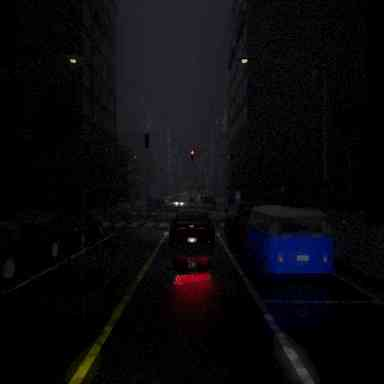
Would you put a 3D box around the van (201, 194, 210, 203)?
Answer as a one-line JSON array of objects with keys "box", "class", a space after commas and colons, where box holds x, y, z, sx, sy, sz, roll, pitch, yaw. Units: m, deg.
[{"box": [2.690, 1.324, 68.860, 1.690, 1.788, 3.998, 0, 0, 0], "class": "van"}]

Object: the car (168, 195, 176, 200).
[{"box": [-5.397, 1.541, 90.484, 1.947, 1.339, 4.313, 0, 0, 0], "class": "car"}]

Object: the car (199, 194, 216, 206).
[{"box": [2.705, 1.302, 52.641, 2.192, 1.841, 5.009, 0, 0, 0], "class": "car"}]

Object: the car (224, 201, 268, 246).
[{"box": [2.637, 1.311, 15.270, 2.192, 1.841, 5.009, 0, 0, 0], "class": "car"}]

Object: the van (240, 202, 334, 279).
[{"box": [2.637, 1.338, 9.759, 1.690, 1.788, 3.998, 0, 0, 0], "class": "van"}]

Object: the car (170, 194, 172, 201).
[{"box": [-5.404, 1.529, 63.452, 1.887, 1.381, 4.507, 0, 0, 0], "class": "car"}]

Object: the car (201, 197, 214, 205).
[{"box": [2.700, 1.537, 58.048, 2.008, 1.369, 4.403, 0, 0, 0], "class": "car"}]

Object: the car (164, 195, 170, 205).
[{"box": [-5.405, 1.552, 58.046, 1.947, 1.339, 4.313, 0, 0, 0], "class": "car"}]

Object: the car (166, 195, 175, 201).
[{"box": [-5.398, 1.528, 85.077, 2.008, 1.369, 4.403, 0, 0, 0], "class": "car"}]

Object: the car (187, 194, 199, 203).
[{"box": [0.000, 1.547, 66.611, 2.033, 1.411, 5.357, 0, 0, 0], "class": "car"}]

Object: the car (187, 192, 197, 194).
[{"box": [0.000, 1.335, 82.444, 2.128, 1.511, 4.902, 0, 0, 0], "class": "car"}]

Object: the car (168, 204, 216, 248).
[{"box": [0.000, 1.514, 14.650, 1.837, 1.490, 4.892, 0, 0, 0], "class": "car"}]

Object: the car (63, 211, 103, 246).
[{"box": [-5.388, 1.562, 15.270, 1.947, 1.339, 4.313, 0, 0, 0], "class": "car"}]

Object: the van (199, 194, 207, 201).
[{"box": [2.680, 1.320, 79.673, 1.690, 1.788, 3.998, 0, 0, 0], "class": "van"}]

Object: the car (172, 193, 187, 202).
[{"box": [-2.750, 1.501, 73.086, 2.128, 1.511, 4.902, 0, 0, 0], "class": "car"}]

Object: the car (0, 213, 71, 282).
[{"box": [-5.388, 1.542, 9.759, 1.887, 1.381, 4.507, 0, 0, 0], "class": "car"}]

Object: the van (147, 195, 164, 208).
[{"box": [-5.408, 1.330, 47.234, 1.690, 1.788, 3.998, 0, 0, 0], "class": "van"}]
